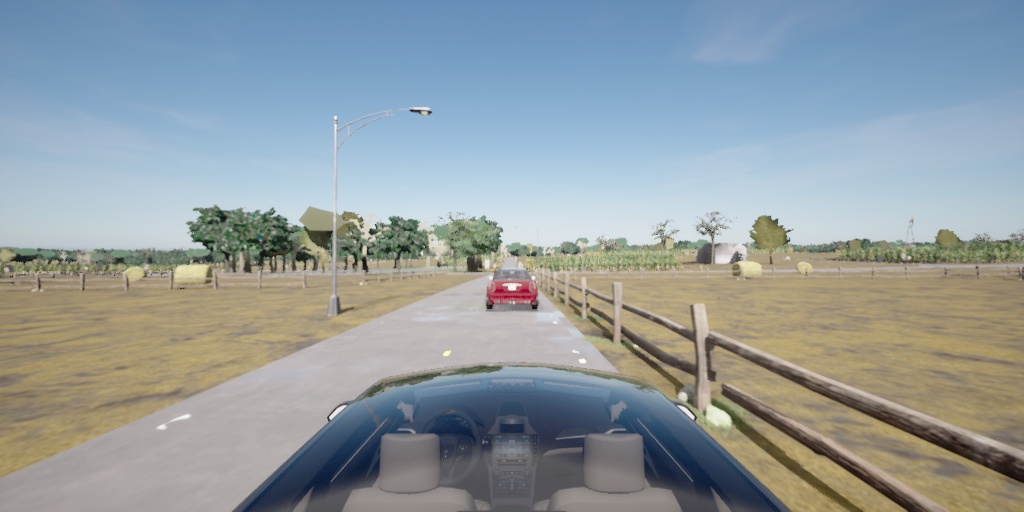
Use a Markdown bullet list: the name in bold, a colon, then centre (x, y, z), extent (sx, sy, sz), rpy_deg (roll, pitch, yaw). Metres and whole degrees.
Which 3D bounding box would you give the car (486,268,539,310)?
- **car**: centre (0.009, 1.301, 15.933), extent (2.097, 1.767, 4.553), rpy_deg (0, -1, 0)
